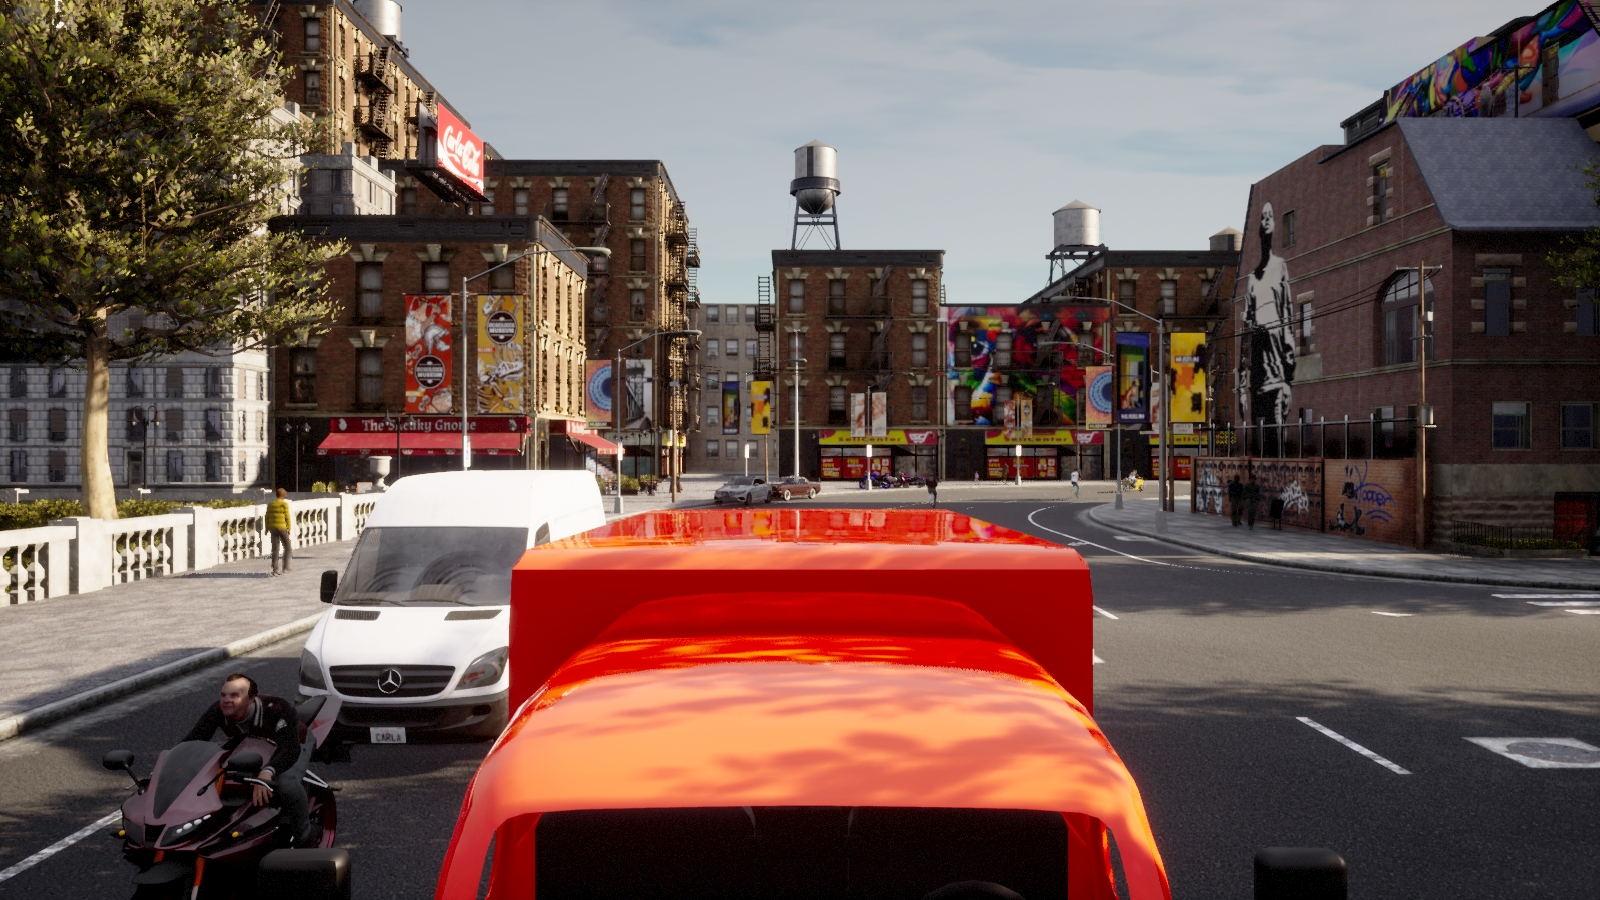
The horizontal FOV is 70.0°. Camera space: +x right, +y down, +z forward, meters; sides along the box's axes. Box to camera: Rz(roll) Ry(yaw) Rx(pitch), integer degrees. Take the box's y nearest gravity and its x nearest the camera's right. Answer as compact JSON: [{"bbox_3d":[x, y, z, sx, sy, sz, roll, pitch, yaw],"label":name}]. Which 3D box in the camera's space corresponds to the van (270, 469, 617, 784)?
[{"bbox_3d":[-3.487,1.540,12.614,1.988,2.561,5.915,0,0,0],"label":"van"}]

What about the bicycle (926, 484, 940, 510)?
[{"bbox_3d":[6.346,2.231,54.484,0.329,1.171,1.835,0,0,17],"label":"bicycle"}]

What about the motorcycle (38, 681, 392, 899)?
[{"bbox_3d":[-3.264,2.208,6.698,0.867,1.251,2.209,0,0,3],"label":"motorcycle"}]

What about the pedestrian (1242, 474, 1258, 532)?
[{"bbox_3d":[14.593,1.711,37.042,0.375,1.860,0.375,0,0,-1],"label":"pedestrian"}]

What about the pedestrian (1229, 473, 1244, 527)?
[{"bbox_3d":[14.955,1.712,39.137,0.375,1.860,0.375,0,0,-2],"label":"pedestrian"}]

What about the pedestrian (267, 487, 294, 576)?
[{"bbox_3d":[-10.923,1.707,24.030,0.375,1.860,0.375,0,0,7],"label":"pedestrian"}]

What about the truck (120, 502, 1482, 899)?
[{"bbox_3d":[-0.002,1.571,4.805,2.627,2.467,5.204,0,0,0],"label":"truck"}]
